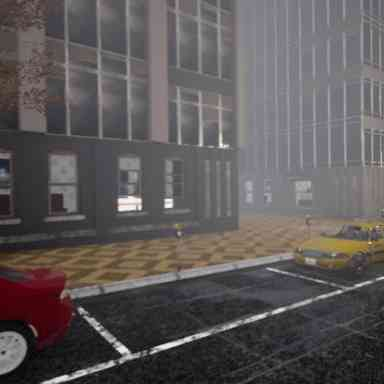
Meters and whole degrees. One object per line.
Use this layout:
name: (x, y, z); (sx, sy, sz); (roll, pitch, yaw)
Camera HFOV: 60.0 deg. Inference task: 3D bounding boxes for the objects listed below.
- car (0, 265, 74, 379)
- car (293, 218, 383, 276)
car: (-3.770, 1.546, 3.884); (4.507, 1.381, 1.887); (0, -1, -36)
car: (5.101, 1.508, 10.217); (4.829, 1.417, 1.752); (0, -1, -36)
